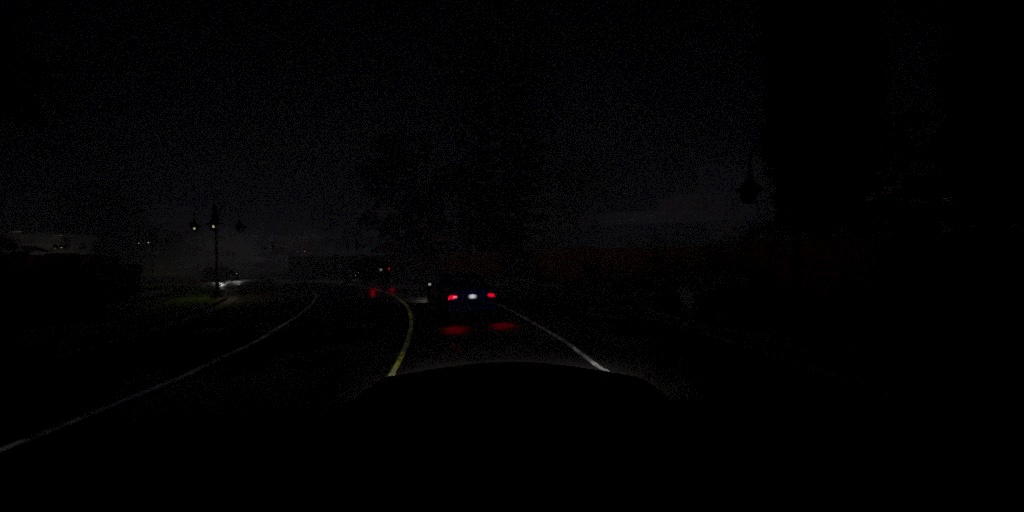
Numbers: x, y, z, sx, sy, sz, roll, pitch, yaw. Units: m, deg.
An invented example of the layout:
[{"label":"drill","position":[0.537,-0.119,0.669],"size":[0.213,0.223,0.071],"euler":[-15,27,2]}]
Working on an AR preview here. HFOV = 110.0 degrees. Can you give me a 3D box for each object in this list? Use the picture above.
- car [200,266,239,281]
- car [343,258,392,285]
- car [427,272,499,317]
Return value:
[{"label":"car","position":[-30.390,1.823,37.175],"size":[4.892,1.490,1.837],"euler":[-2,0,27]},{"label":"car","position":[-11.842,1.177,29.244],"size":[2.150,2.045,5.566],"euler":[-1,0,-44]},{"label":"car","position":[-2.008,1.310,13.392],"size":[2.033,1.411,5.357],"euler":[-1,0,-19]}]
